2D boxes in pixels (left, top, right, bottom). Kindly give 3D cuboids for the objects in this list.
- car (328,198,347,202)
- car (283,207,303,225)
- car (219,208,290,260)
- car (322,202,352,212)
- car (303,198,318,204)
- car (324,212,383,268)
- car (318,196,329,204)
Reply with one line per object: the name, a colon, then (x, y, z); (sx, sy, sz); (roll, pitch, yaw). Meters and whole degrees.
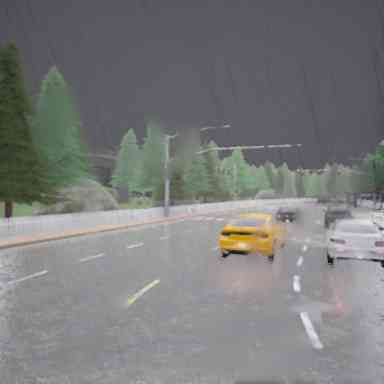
car: (38.200, 2.466, 86.687); (2.128, 1.511, 4.902); (0, -1, 44)
car: (7.923, 1.878, 26.860); (1.895, 1.301, 4.718); (0, -1, 22)
car: (2.562, 1.609, 13.250); (1.882, 1.535, 5.008); (0, 0, 22)
car: (11.259, 1.788, 25.769); (1.837, 1.490, 4.892); (0, 0, 22)
car: (31.685, 2.469, 89.932); (1.812, 1.442, 4.674); (0, -1, 41)
car: (5.786, 1.658, 11.889); (1.812, 1.442, 4.674); (0, 0, 22)
car: (35.456, 2.173, 88.873); (2.150, 2.045, 5.566); (0, -1, 44)
